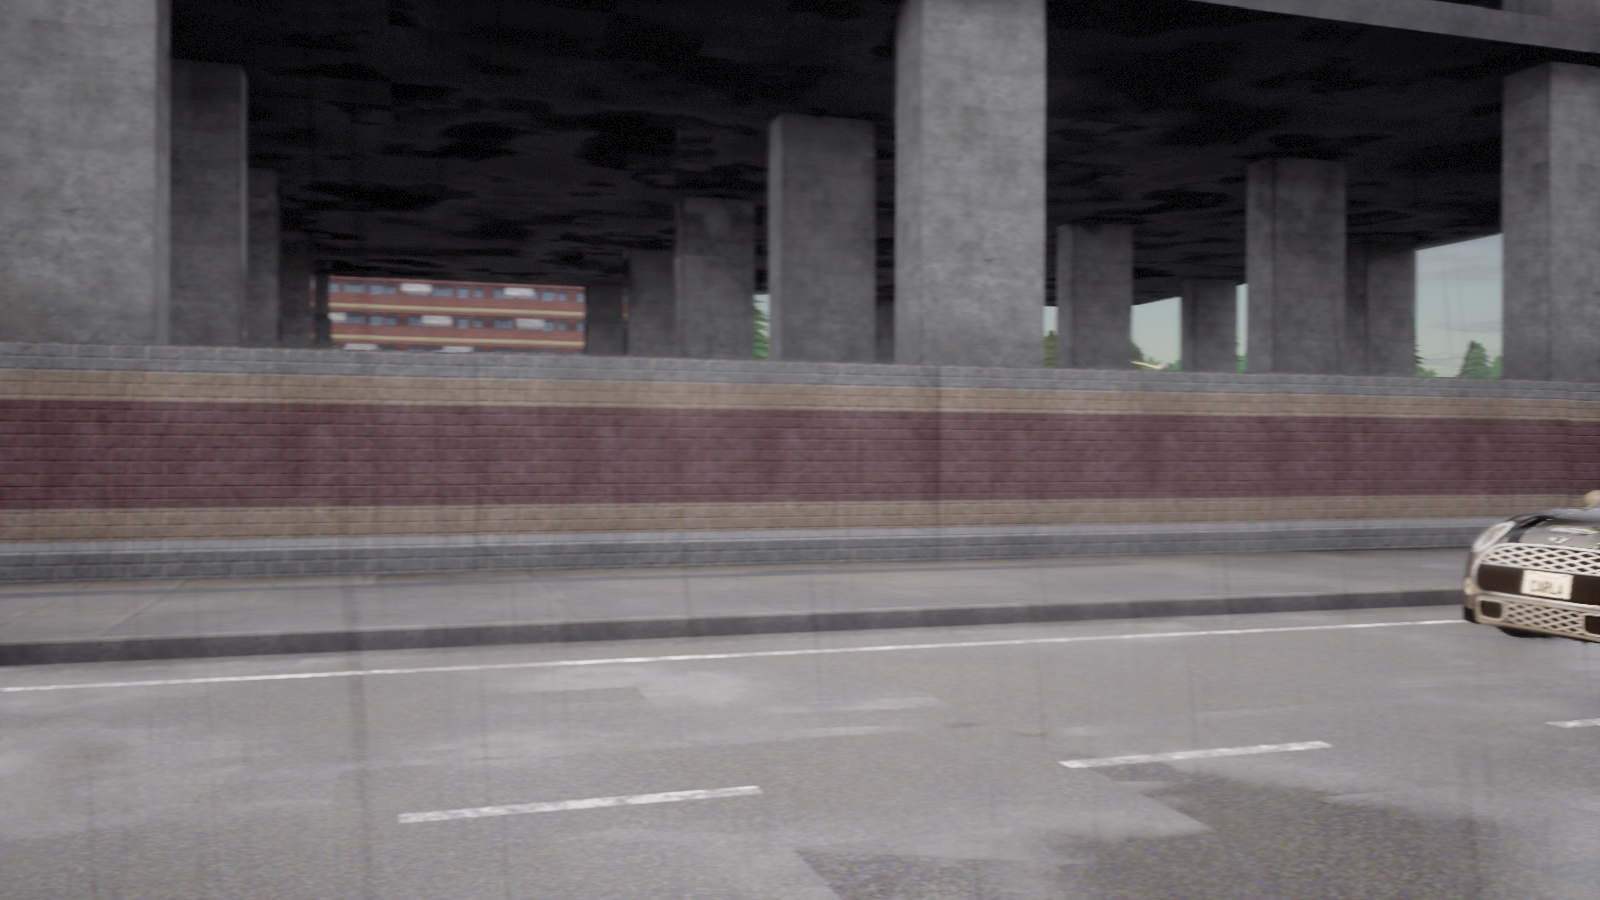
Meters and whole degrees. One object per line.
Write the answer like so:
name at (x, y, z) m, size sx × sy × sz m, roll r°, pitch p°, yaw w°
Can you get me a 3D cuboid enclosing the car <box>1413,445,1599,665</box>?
car at (6.981, 0.703, 9.615) m, size 3.806 × 1.475 × 1.970 m, roll 0°, pitch 0°, yaw -18°
